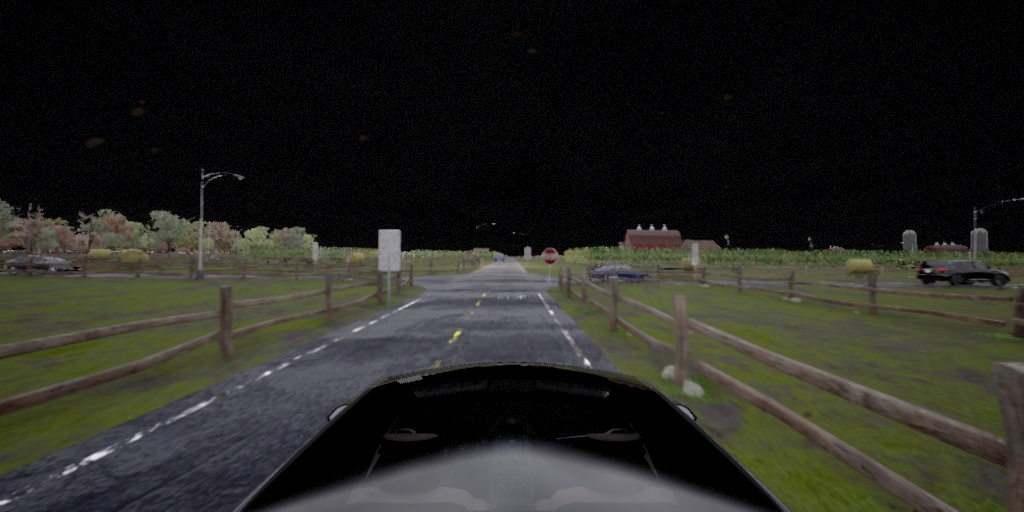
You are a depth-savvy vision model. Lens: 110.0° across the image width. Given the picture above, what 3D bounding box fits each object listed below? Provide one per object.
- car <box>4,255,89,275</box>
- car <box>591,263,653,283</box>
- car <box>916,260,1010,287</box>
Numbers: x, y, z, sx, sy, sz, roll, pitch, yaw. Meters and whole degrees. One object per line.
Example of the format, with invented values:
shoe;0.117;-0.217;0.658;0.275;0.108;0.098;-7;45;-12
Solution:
car;-35.611;0.726;27.507;4.892;1.490;1.837;1;-1;-1
car;8.559;1.296;28.038;4.674;1.442;1.812;1;-1;-1
car;35.520;1.348;28.369;5.566;2.045;2.150;1;-1;-1
